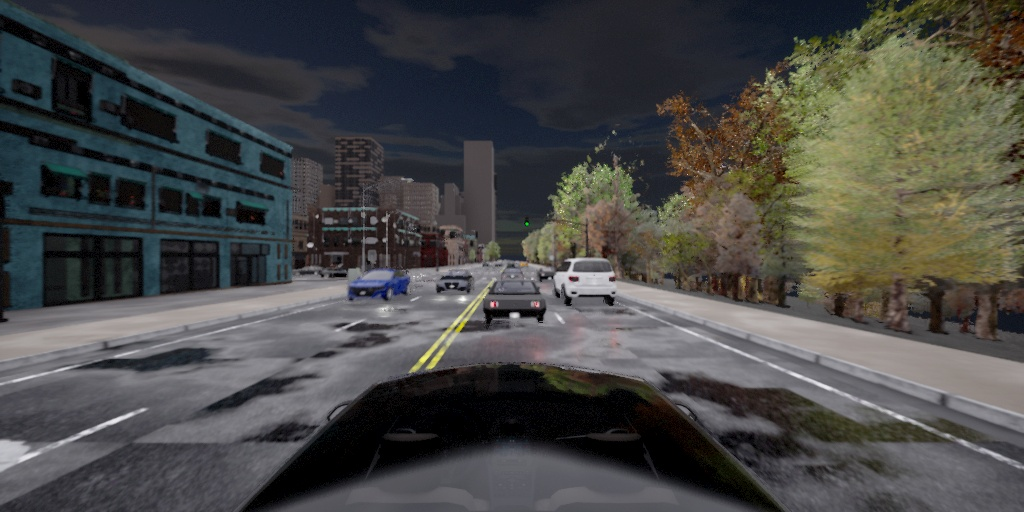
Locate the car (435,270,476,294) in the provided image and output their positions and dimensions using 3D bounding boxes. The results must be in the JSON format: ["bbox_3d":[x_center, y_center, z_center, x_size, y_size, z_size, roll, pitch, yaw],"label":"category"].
[{"bbox_3d":[-3.372,1.531,22.073,1.994,1.385,4.181,0,-1,0],"label":"car"}]

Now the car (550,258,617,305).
[{"bbox_3d":[3.322,1.132,17.175,2.150,2.045,5.566,0,-1,0],"label":"car"}]

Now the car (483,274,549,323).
[{"bbox_3d":[0.081,1.466,12.677,1.895,1.301,4.718,0,-1,0],"label":"car"}]

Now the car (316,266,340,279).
[{"bbox_3d":[-20.025,2.000,41.968,4.313,1.339,1.948,0,0,0],"label":"car"}]

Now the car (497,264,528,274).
[{"bbox_3d":[0.047,1.583,28.811,2.033,1.411,5.357,0,-1,0],"label":"car"}]

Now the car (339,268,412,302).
[{"bbox_3d":[-6.625,1.407,18.419,1.882,1.535,5.008,0,-1,0],"label":"car"}]

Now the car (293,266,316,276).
[{"bbox_3d":[-28.375,2.090,50.463,4.403,1.370,2.007,0,0,0],"label":"car"}]

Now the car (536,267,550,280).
[{"bbox_3d":[3.287,1.681,33.216,1.895,1.301,4.718,0,-1,0],"label":"car"}]
